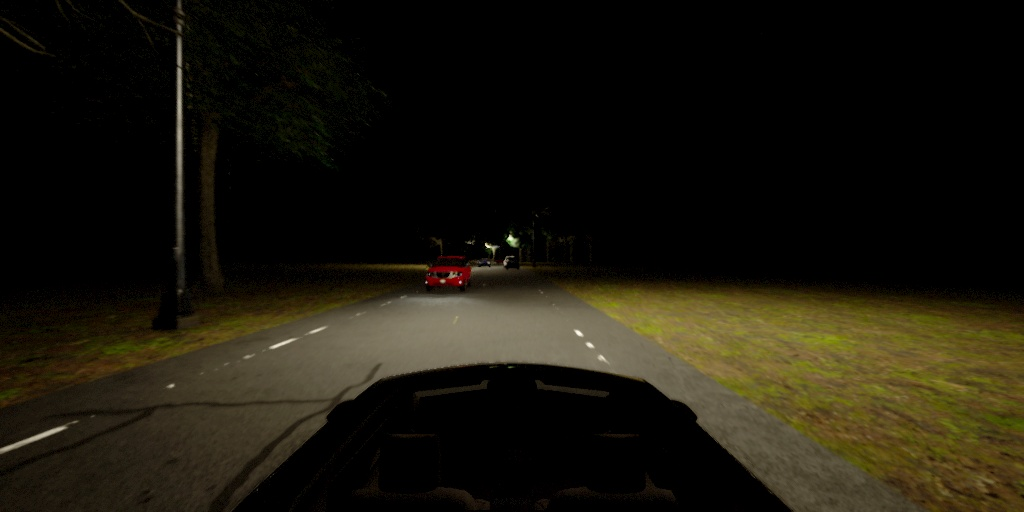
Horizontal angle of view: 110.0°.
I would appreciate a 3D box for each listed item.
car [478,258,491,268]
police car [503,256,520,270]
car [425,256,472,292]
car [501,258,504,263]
[{"bbox_3d":[-4.864,1.185,63.614,2.097,1.767,4.553,0,0,-2],"label":"car"},{"bbox_3d":[0.093,1.230,53.905,1.930,1.638,5.238,0,0,-2],"label":"police car"},{"bbox_3d":[-3.731,0.995,21.936,2.150,2.045,5.566,0,0,-1],"label":"car"},{"bbox_3d":[-0.305,1.054,63.843,2.150,2.045,5.566,0,0,-3],"label":"car"}]
